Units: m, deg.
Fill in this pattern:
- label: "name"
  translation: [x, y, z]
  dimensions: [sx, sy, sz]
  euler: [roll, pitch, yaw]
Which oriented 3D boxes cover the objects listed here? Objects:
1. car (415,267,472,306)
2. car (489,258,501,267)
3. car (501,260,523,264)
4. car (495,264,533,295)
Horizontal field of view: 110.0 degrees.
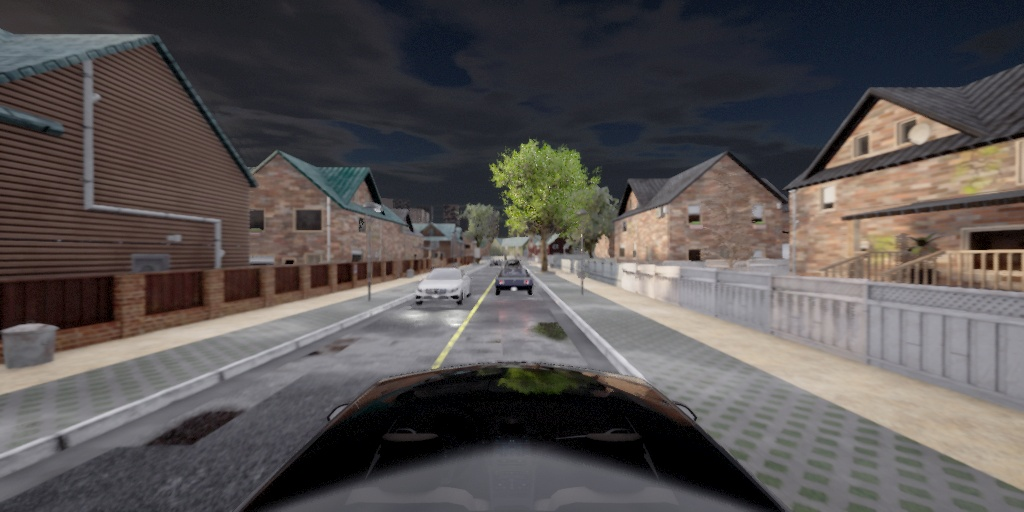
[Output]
- label: "car"
  translation: [-2.844, 1.227, 15.667]
  dimensions: [1.812, 1.442, 4.674]
  euler: [0, 0, 0]
- label: "car"
  translation: [-2.726, 1.105, 61.033]
  dimensions: [1.994, 1.385, 4.181]
  euler: [0, 0, 0]
- label: "car"
  translation: [0.114, 1.123, 38.196]
  dimensions: [1.837, 1.490, 4.892]
  euler: [0, 0, 0]
- label: "car"
  translation: [0.104, 1.288, 19.423]
  dimensions: [1.895, 1.301, 4.718]
  euler: [0, 0, 0]
